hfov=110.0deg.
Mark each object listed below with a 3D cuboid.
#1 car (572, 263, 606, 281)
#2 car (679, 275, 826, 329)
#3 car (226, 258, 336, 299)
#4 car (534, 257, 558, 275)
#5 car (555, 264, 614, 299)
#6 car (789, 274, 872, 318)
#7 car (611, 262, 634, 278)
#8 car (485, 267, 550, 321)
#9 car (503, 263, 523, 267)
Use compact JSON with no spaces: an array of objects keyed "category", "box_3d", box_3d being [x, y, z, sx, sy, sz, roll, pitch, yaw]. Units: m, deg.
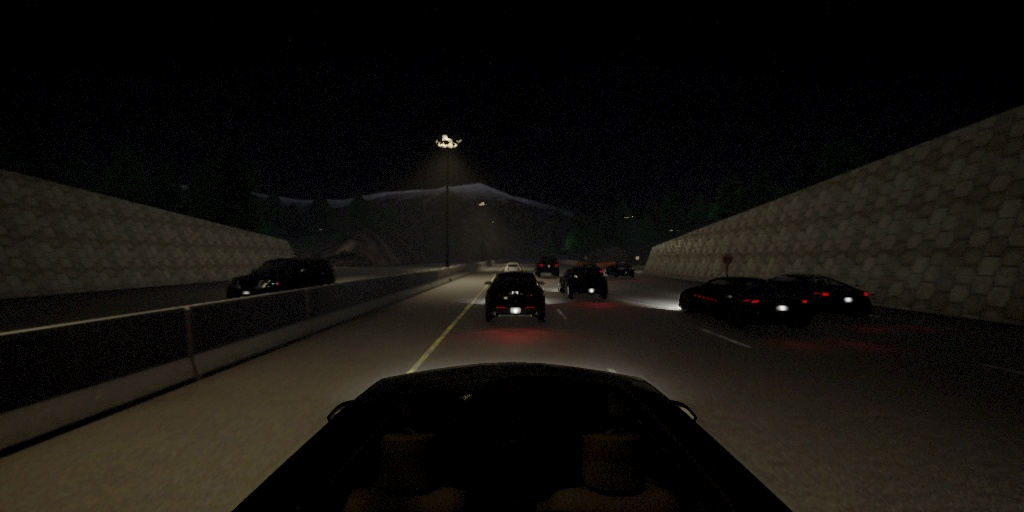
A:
[{"category":"car","box_3d":[7.105,1.414,33.499,2.033,1.411,5.357,0,0,0]},{"category":"car","box_3d":[7.104,1.350,11.421,1.994,1.385,4.181,0,0,0]},{"category":"car","box_3d":[-10.497,1.117,16.929,2.150,2.045,5.566,0,0,0]},{"category":"car","box_3d":[3.605,1.103,37.591,2.150,2.045,5.566,0,0,0]},{"category":"car","box_3d":[3.603,1.317,18.669,1.837,1.490,4.892,0,0,0]},{"category":"car","box_3d":[10.601,1.357,13.309,1.994,1.385,4.181,0,0,0]},{"category":"car","box_3d":[10.732,1.367,35.746,2.128,1.511,4.902,0,0,2]},{"category":"car","box_3d":[0.102,1.295,12.565,1.837,1.490,4.892,0,0,0]},{"category":"car","box_3d":[0.106,1.401,35.704,1.812,1.442,4.674,0,0,0]}]
